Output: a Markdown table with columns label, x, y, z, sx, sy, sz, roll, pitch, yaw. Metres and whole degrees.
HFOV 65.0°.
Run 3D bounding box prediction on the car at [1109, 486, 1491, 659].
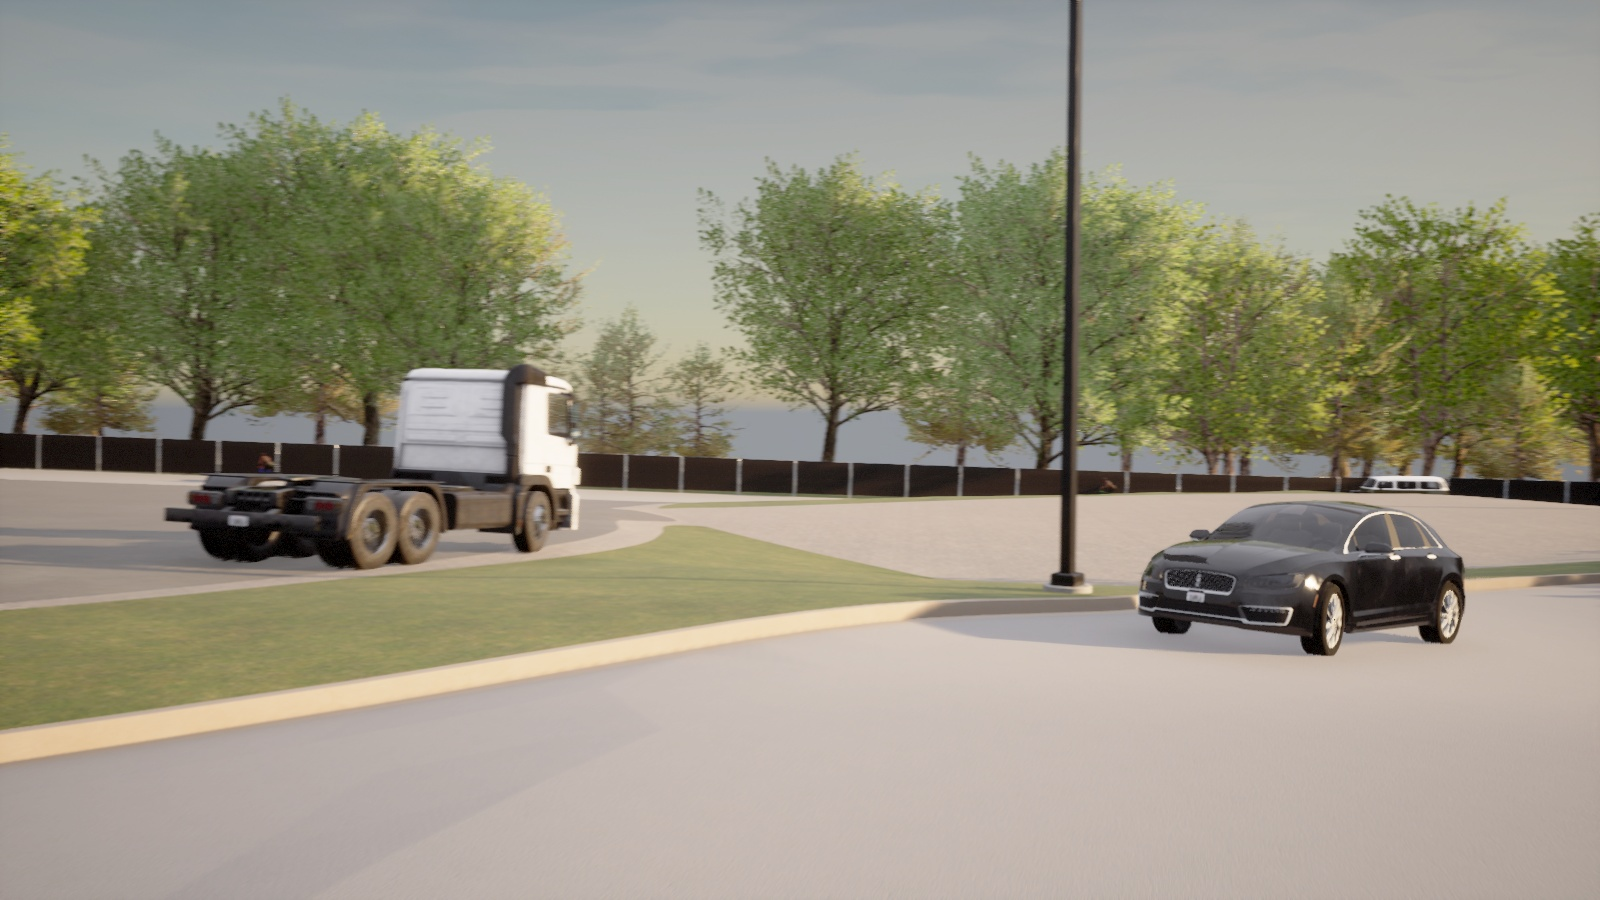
| label | x | y | z | sx | sy | sz | roll | pitch | yaw |
| --- | --- | --- | --- | --- | --- | --- | --- | --- | --- |
| car | 5.574 | 1.259 | 13.624 | 4.892 | 1.490 | 1.837 | 4 | -2 | -42 |

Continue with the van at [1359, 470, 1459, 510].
| label | x | y | z | sx | sy | sz | roll | pitch | yaw |
| --- | --- | --- | --- | --- | --- | --- | --- | --- | --- |
| van | 33.547 | 2.185 | 69.311 | 4.480 | 2.038 | 2.069 | 1 | 2 | 4 |

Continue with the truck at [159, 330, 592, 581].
| label | x | y | z | sx | sy | sz | roll | pitch | yaw |
| --- | --- | --- | --- | --- | --- | --- | --- | --- | --- |
| truck | -6.713 | 0.131 | 21.608 | 2.891 | 3.462 | 7.936 | 2 | -1 | 16 |
